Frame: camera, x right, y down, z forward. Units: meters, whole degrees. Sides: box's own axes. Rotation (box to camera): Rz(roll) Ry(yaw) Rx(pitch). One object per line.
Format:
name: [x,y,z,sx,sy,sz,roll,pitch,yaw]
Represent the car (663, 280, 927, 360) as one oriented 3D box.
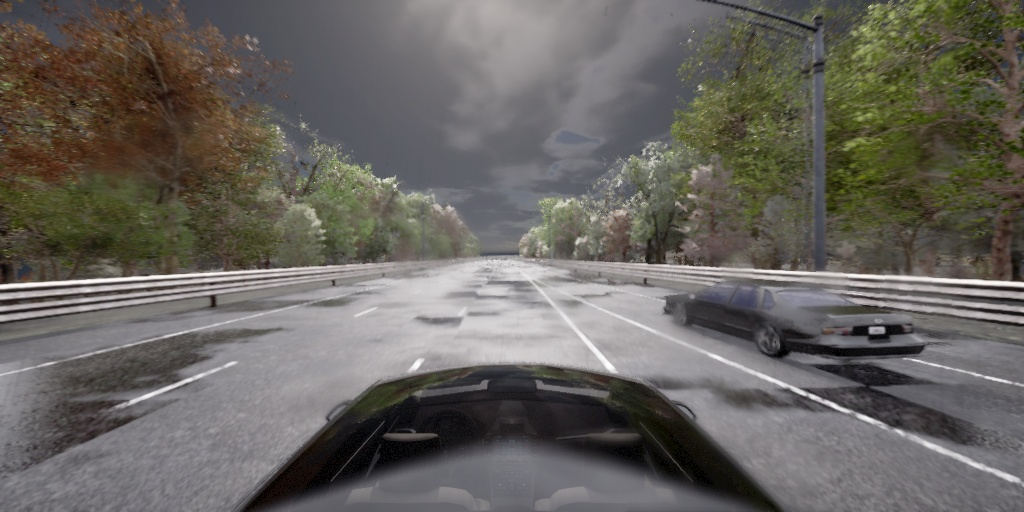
car: [5.702,1.264,8.357,2.033,1.411,5.357,0,0,-6]
